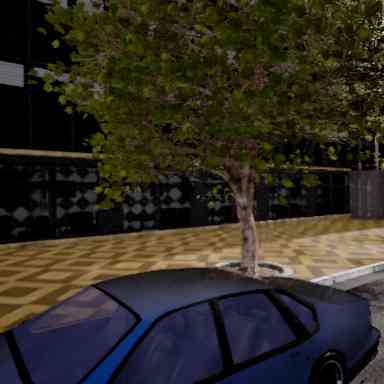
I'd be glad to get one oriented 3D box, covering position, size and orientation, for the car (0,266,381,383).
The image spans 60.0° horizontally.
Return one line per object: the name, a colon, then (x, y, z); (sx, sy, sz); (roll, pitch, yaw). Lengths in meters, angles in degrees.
car: (-0.282, 1.546, 3.164); (5.357, 1.411, 2.033); (0, 0, -36)
